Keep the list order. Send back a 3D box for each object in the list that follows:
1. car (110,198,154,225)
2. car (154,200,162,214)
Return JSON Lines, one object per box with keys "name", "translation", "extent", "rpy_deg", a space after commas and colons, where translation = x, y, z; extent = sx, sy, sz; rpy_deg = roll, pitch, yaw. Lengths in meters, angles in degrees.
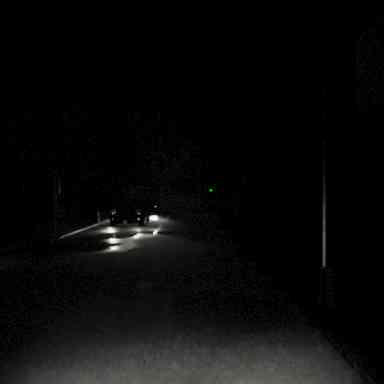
{"name": "car", "translation": [-4.097, 1.219, 22.595], "extent": [2.097, 1.767, 4.553], "rpy_deg": [0, 0, 0]}
{"name": "car", "translation": [-4.077, 1.409, 32.657], "extent": [1.895, 1.301, 4.718], "rpy_deg": [0, 0, 0]}
